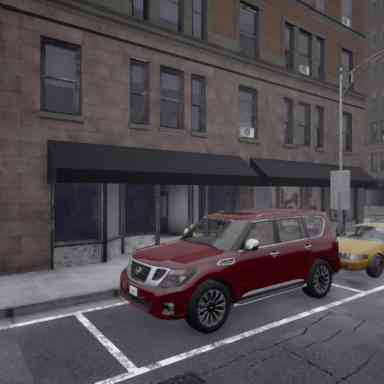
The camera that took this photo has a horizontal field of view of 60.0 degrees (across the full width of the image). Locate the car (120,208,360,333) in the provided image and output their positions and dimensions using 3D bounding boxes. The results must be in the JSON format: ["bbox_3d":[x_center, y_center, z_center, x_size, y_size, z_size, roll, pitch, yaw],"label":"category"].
[{"bbox_3d":[1.077,1.315,6.963,5.009,1.841,2.192,0,0,-35],"label":"car"}]

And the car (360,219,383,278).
[{"bbox_3d":[5.564,1.525,10.157,4.829,1.417,1.752,0,0,-35],"label":"car"}]
